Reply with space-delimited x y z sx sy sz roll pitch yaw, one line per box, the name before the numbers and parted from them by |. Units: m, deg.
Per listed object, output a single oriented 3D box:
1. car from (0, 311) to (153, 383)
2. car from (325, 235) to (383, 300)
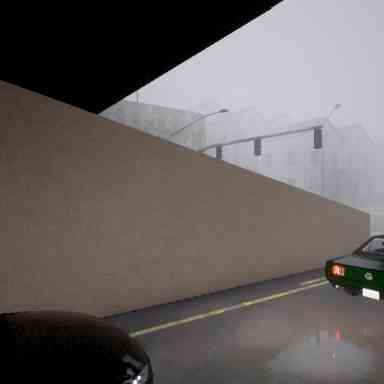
car | -2.543 1.492 1.945 4.902 1.511 2.128 0 0 -35
car | 5.133 1.601 7.437 4.718 1.301 1.895 0 0 -35
